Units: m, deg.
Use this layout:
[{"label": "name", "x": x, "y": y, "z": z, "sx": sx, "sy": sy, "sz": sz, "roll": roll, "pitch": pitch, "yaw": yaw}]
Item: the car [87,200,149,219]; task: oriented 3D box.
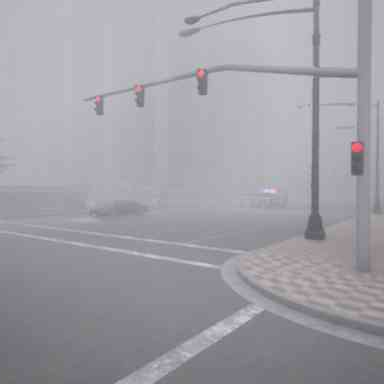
[{"label": "car", "x": -5.864, "y": 1.359, "z": 27.333, "sx": 2.033, "sy": 1.411, "sz": 5.357, "roll": 1, "pitch": 0, "yaw": 36}]

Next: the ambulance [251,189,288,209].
[{"label": "ambulance", "x": 10.478, "y": 0.826, "z": 43.510, "sx": 2.351, "sy": 2.431, "sz": 6.366, "roll": 1, "pitch": 0, "yaw": 36}]

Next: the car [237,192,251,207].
[{"label": "car", "x": 8.452, "y": 0.992, "z": 46.783, "sx": 2.150, "sy": 2.045, "sz": 5.566, "roll": 1, "pitch": 0, "yaw": 37}]
